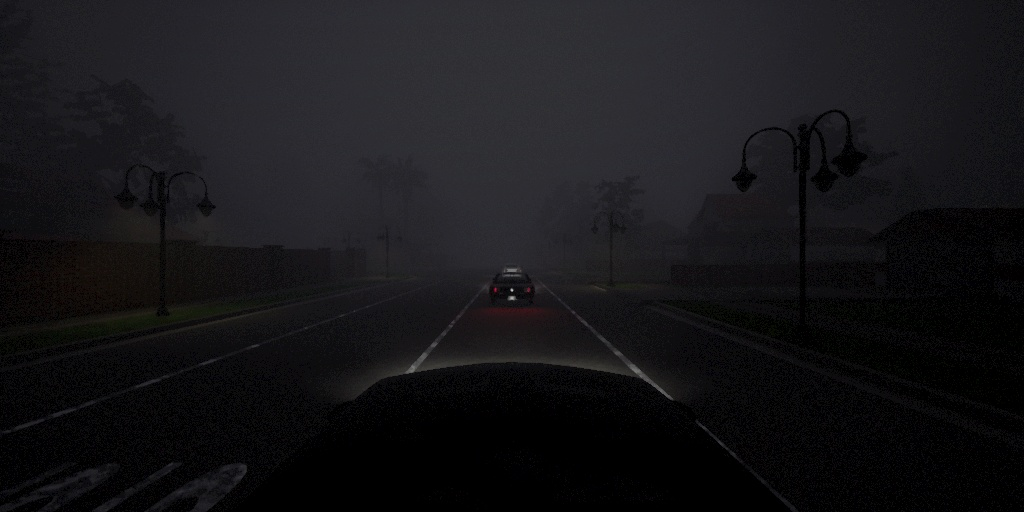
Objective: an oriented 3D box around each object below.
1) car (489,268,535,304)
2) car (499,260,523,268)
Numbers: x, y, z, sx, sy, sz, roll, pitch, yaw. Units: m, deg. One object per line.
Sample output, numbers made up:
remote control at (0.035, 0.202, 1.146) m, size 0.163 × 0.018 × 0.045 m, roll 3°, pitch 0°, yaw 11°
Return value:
car at (0.001, 1.386, 16.529) m, size 1.895 × 1.301 × 4.718 m, roll 0°, pitch 0°, yaw 0°
car at (0.001, 1.327, 31.499) m, size 1.812 × 1.442 × 4.674 m, roll 0°, pitch 0°, yaw 0°
